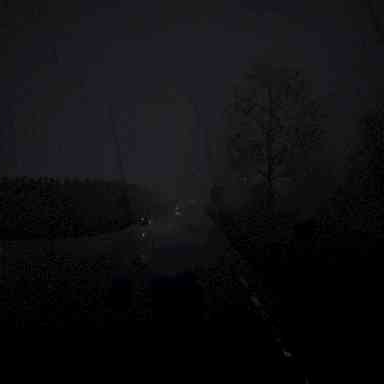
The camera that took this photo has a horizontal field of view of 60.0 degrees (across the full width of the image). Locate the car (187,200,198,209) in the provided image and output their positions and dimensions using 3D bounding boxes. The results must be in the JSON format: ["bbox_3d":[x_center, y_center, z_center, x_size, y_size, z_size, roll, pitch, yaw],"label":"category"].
[{"bbox_3d":[0.033,2.304,58.028,1.895,1.301,4.718,0,-1,1],"label":"car"}]

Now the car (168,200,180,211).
[{"bbox_3d":[-2.849,1.951,48.771,2.097,1.767,4.553,0,-1,0],"label":"car"}]

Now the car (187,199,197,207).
[{"bbox_3d":[-0.018,2.280,68.052,1.882,1.535,5.008,0,-1,0],"label":"car"}]

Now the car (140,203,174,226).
[{"bbox_3d":[-2.876,1.888,26.606,2.033,1.411,5.357,0,-1,1],"label":"car"}]

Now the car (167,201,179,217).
[{"bbox_3d":[-2.851,2.036,37.681,1.994,1.385,4.181,0,-1,1],"label":"car"}]
